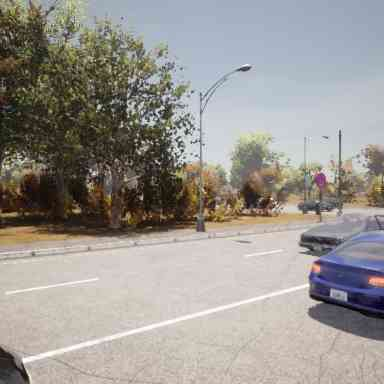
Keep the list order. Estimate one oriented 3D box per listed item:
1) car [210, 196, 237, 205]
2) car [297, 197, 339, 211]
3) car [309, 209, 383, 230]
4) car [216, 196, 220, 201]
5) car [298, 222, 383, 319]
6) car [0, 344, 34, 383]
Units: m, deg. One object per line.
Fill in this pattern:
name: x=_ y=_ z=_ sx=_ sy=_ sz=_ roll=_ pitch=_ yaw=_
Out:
car: x=5.599 y=1.452 z=60.634 sx=2.033 sy=1.411 sz=5.357 roll=0 pitch=1 yaw=-32
car: x=14.613 y=1.564 z=39.458 sx=1.994 sy=1.385 sz=4.181 roll=0 pitch=0 yaw=-32
car: x=6.471 y=1.547 z=12.964 sx=5.357 sy=1.411 sz=2.033 roll=0 pitch=0 yaw=-36
car: x=3.980 y=1.459 z=56.278 sx=1.812 sy=1.442 sz=4.674 roll=0 pitch=1 yaw=-32
car: x=4.283 y=1.526 z=6.809 sx=4.674 sy=1.442 sz=1.812 roll=0 pitch=0 yaw=-36
car: x=-3.315 y=1.492 z=1.381 sx=4.902 sy=1.511 sz=2.128 roll=0 pitch=0 yaw=-36
